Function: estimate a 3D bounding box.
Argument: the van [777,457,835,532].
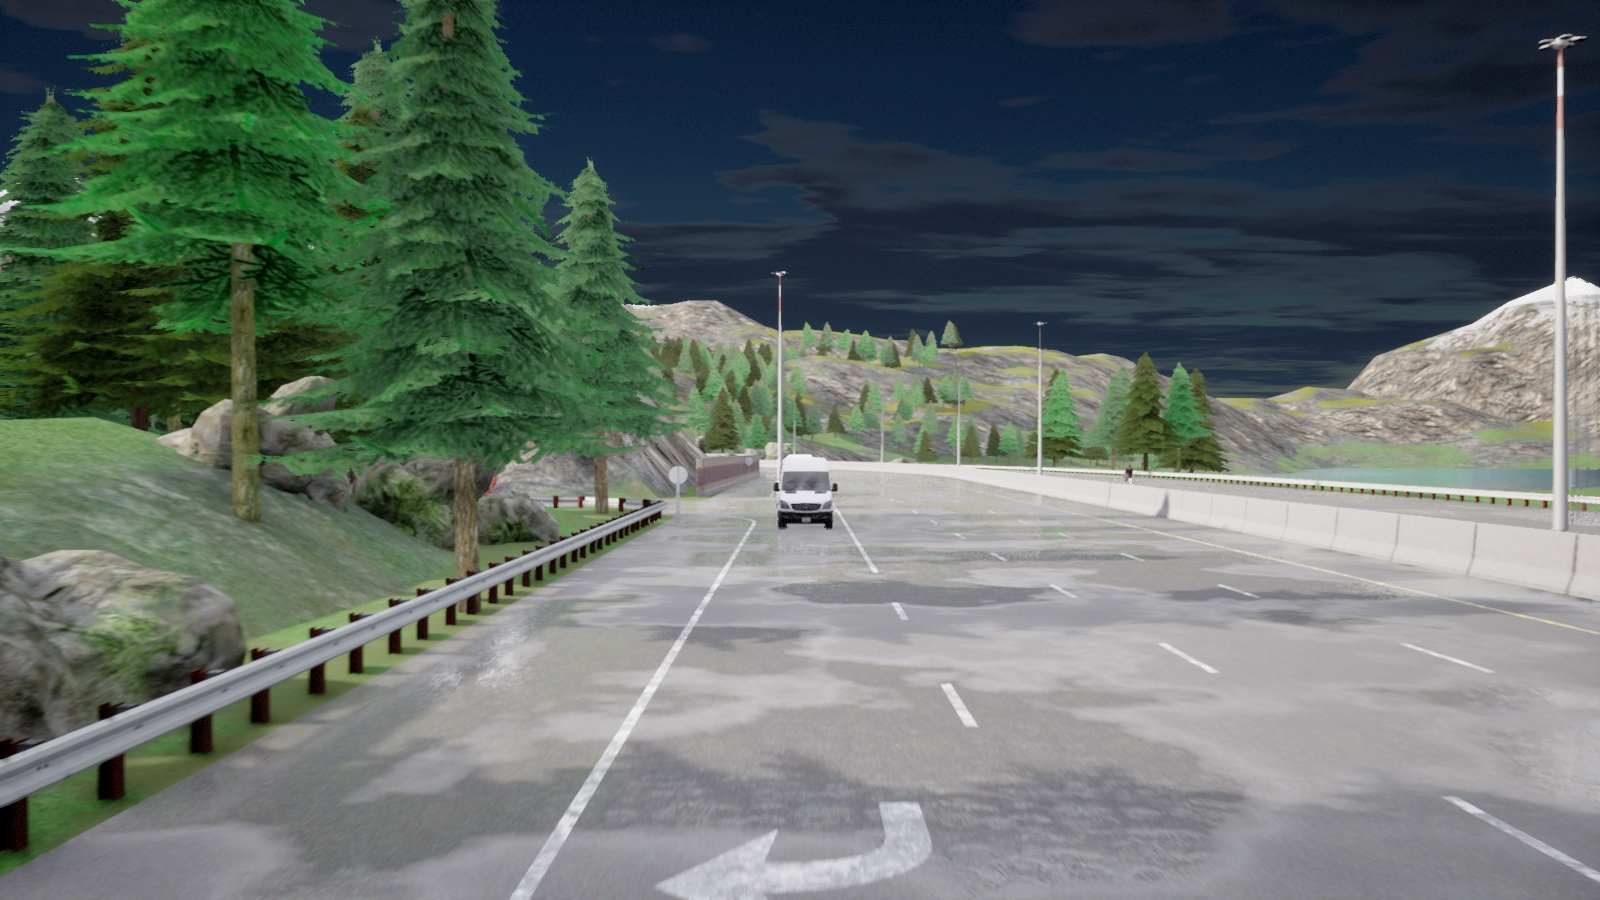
[{"bbox_3d":[0.198,1.553,42.578,1.988,2.561,5.915,0,0,0],"label":"van"}]
